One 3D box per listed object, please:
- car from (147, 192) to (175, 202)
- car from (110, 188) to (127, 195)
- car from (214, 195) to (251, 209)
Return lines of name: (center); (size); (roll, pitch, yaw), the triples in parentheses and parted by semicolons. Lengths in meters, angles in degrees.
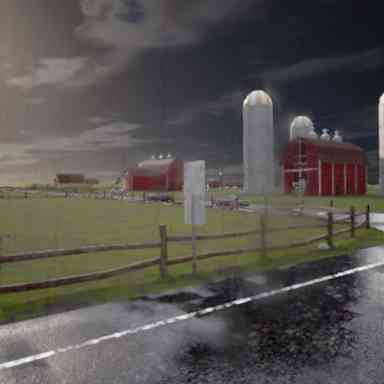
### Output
car: (-4.514, 0.746, 47.788); (2.033, 1.411, 5.357); (-1, 2, -36)
car: (-13.324, 0.107, 60.104); (1.837, 1.490, 4.892); (-1, 2, -36)
car: (4.277, 1.003, 35.630); (1.994, 1.385, 4.181); (-1, 2, -36)
